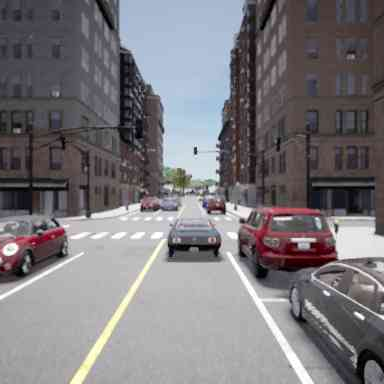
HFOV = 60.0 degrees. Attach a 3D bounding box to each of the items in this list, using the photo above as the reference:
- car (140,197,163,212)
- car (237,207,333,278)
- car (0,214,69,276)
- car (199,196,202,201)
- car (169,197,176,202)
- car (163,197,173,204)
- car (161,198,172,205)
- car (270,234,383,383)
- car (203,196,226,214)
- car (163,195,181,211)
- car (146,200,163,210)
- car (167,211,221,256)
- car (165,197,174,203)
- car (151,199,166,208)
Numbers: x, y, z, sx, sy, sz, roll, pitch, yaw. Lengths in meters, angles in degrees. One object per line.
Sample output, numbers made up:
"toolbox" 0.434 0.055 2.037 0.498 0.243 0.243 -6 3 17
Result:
"car" -5.419 1.522 42.798 2.192 1.841 5.009 0 0 0
"car" 2.637 1.366 10.239 2.192 1.841 5.009 0 0 0
"car" -5.388 1.490 10.238 1.967 1.590 4.097 0 0 0
"car" 2.687 1.575 53.806 2.192 1.841 5.009 0 0 0
"car" -5.400 2.025 92.329 1.802 1.307 4.206 0 0 0
"car" -5.406 1.909 75.818 1.887 1.381 4.507 0 0 0
"car" -5.408 1.883 70.315 1.887 1.381 4.507 0 0 0
"car" 2.638 1.574 4.556 2.008 1.369 4.403 0 0 0
"car" 2.700 1.496 37.295 2.192 1.841 5.009 0 0 0
"car" -2.837 1.561 43.170 2.097 1.767 4.553 0 0 0
"car" -5.417 1.799 48.300 1.947 1.339 4.313 0 0 0
"car" 0.022 1.667 13.490 1.895 1.301 4.718 0 0 -1
"car" -5.404 1.941 81.322 2.008 1.369 4.403 0 0 0
"car" -5.415 1.810 53.804 2.008 1.369 4.403 0 0 0
